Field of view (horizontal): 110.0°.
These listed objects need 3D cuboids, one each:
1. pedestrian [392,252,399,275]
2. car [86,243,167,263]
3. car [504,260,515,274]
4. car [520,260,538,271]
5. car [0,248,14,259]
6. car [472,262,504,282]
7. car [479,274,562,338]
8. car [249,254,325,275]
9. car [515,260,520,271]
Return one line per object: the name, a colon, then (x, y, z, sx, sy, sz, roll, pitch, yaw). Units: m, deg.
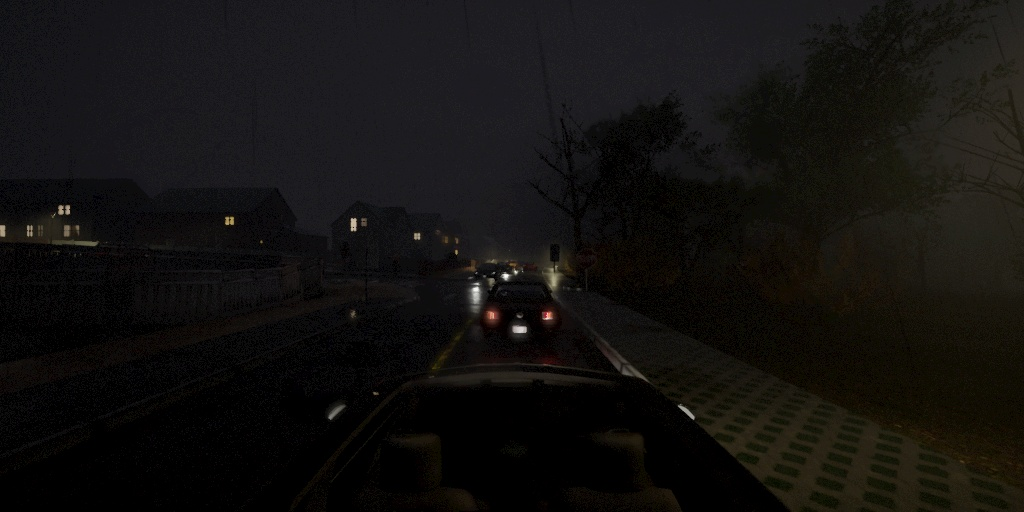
pedestrian: (-9.172, 0.552, 28.297, 0.375, 1.860, 0.375, 0, -3, 1)
car: (-24.104, 0.016, 22.740, 4.553, 1.767, 2.097, 3, 0, 1)
car: (-1.154, 1.400, 42.036, 1.994, 1.385, 4.181, 0, 0, 5)
car: (2.607, 1.455, 50.948, 1.994, 1.385, 4.181, 0, 0, 6)
car: (-34.908, -0.370, 22.968, 5.008, 1.535, 1.882, 3, 0, 1)
car: (-1.993, 1.316, 29.929, 1.812, 1.442, 4.674, 0, 0, 3)
car: (0.215, 1.357, 10.192, 1.895, 1.301, 4.718, 0, 0, 1)
car: (-14.272, 0.655, 22.534, 4.674, 1.442, 1.812, 3, 0, 1)
car: (-0.036, 1.391, 53.817, 1.882, 1.535, 5.008, 0, -1, 6)
